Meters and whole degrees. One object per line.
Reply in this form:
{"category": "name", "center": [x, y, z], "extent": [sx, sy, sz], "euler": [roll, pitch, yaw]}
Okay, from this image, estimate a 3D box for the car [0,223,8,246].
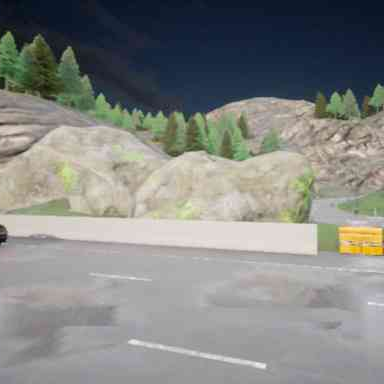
{"category": "car", "center": [-10.303, 1.715, 14.513], "extent": [4.892, 1.490, 1.837], "euler": [0, -1, 22]}
